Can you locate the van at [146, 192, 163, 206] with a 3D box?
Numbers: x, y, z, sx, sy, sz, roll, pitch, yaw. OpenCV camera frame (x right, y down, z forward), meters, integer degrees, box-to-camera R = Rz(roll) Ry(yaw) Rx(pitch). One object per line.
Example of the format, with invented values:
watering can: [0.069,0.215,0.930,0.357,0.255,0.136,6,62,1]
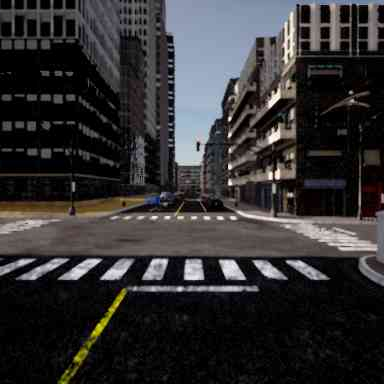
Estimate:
van: [-5.686,1.041,48.814,1.690,1.788,3.998,0,0,0]

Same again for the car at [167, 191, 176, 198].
car: [-5.680,0.750,94.048,2.192,1.841,5.009,0,0,0]

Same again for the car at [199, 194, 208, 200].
car: [2.699,1.077,77.085,1.887,1.381,4.507,0,0,0]

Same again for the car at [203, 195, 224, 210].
car: [2.694,1.325,38.849,1.947,1.339,4.313,0,0,0]

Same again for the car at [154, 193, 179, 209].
car: [-3.075,1.237,41.115,2.128,1.511,4.902,0,0,0]

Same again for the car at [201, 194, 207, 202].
car: [2.695,1.244,48.815,1.887,1.381,4.507,0,0,0]

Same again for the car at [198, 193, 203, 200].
car: [2.697,1.150,65.778,2.008,1.369,4.403,0,0,0]

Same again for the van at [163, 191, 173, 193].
van: [-5.683,0.907,71.431,1.690,1.788,3.998,0,0,0]
